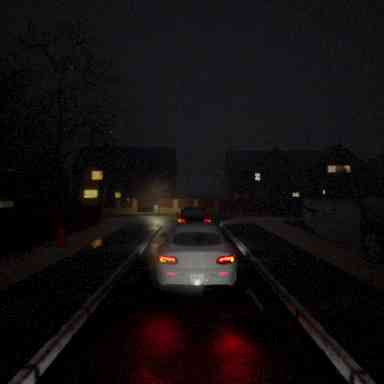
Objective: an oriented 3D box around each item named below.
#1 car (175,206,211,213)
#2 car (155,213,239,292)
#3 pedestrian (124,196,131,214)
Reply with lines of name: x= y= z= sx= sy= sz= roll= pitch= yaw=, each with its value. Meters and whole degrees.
car: x=0.073 y=1.488 z=17.700 sx=1.812 sy=1.442 sz=4.674 roll=0 pitch=0 yaw=-1
car: x=0.102 y=1.507 z=8.763 sx=1.812 sy=1.442 sz=4.674 roll=0 pitch=0 yaw=0
pedestrian: x=-6.718 y=1.285 z=34.155 sx=0.375 sy=1.860 sz=0.375 roll=0 pitch=-1 yaw=1
